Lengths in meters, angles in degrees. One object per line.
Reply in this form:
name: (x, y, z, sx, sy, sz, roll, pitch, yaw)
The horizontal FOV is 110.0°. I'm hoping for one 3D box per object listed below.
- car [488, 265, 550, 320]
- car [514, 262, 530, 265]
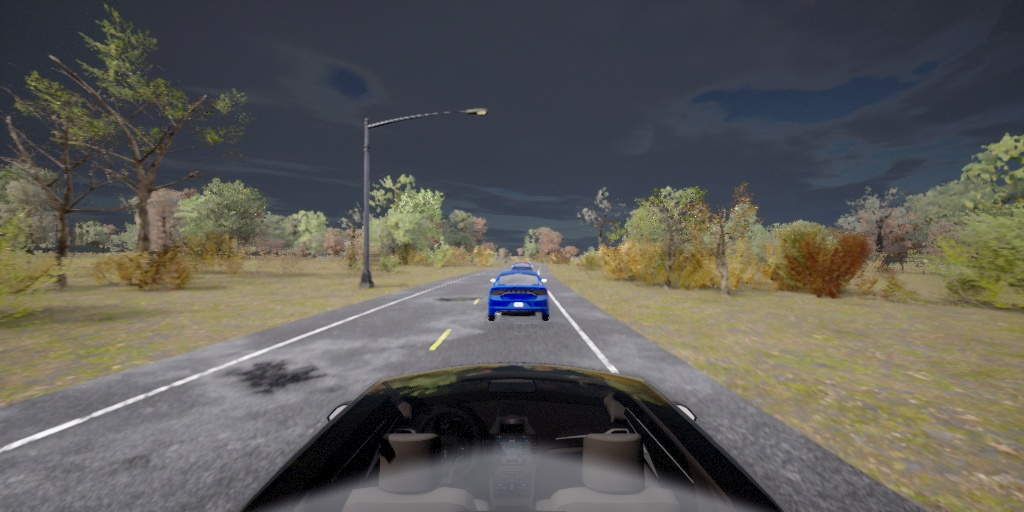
car: (0.234, 1.237, 12.684, 1.882, 1.535, 5.008, 0, 0, 1)
car: (0.948, 1.295, 32.952, 1.882, 1.535, 5.008, 0, 0, 3)
